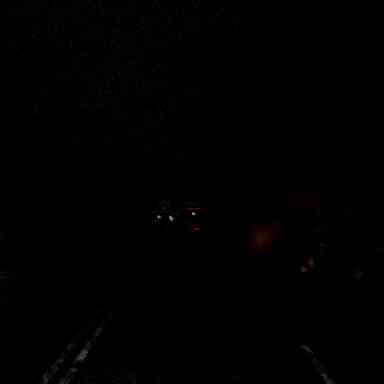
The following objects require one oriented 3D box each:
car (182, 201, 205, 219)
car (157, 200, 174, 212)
[{"bbox_3d":[0.136,1.598,30.314,1.837,1.490,4.892,0,0,0],"label":"car"},{"bbox_3d":[-3.274,1.686,41.858,1.812,1.442,4.674,0,0,0],"label":"car"}]
